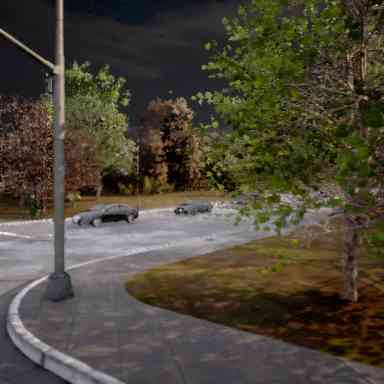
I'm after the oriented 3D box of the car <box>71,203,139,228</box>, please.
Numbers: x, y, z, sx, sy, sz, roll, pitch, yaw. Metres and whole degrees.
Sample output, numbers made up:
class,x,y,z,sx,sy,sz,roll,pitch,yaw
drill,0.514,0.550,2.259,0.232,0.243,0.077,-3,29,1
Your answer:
class,x,y,z,sx,sy,sz,roll,pitch,yaw
car,-5.861,1.510,22.934,2.128,1.511,4.902,0,1,37

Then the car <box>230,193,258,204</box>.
class,x,y,z,sx,sy,sz,roll,pitch,yaw
car,6.590,0.617,39.195,2.150,2.045,5.566,0,3,38

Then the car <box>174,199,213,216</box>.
class,x,y,z,sx,sy,sz,roll,pitch,yaw
car,0.178,1.368,30.838,1.994,1.385,4.181,0,2,37

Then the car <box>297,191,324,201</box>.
class,x,y,z,sx,sy,sz,roll,pitch,yaw
car,15.938,0.411,45.367,2.033,1.411,5.357,0,3,37

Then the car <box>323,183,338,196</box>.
class,x,y,z,sx,sy,sz,roll,pitch,yaw
car,22.295,-0.443,54.061,2.150,2.045,5.566,0,3,35
